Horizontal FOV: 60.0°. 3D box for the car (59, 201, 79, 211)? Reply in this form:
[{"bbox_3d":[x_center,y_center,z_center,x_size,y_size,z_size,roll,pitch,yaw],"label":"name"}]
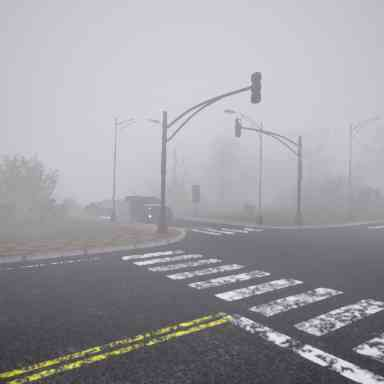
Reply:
[{"bbox_3d":[-15.533,1.679,42.349,1.882,1.535,5.008,2,-1,-34],"label":"car"}]

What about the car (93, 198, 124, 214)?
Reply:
[{"bbox_3d":[-10.000,1.603,39.550,2.097,1.767,4.553,2,-2,-35],"label":"car"}]

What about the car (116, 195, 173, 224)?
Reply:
[{"bbox_3d":[-3.610,1.301,25.817,2.150,2.045,5.566,2,-2,-35],"label":"car"}]

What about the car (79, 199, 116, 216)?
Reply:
[{"bbox_3d":[-9.500,1.700,33.777,1.994,1.385,4.181,2,-2,-37],"label":"car"}]
